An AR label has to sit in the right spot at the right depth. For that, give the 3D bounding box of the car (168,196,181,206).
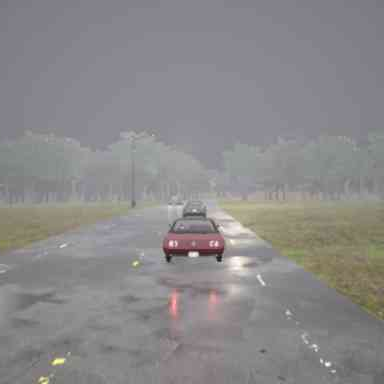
[{"bbox_3d":[-2.621,1.436,52.095,1.812,1.442,4.674,0,0,3],"label":"car"}]

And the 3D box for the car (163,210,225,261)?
[{"bbox_3d":[0.073,1.557,12.078,1.895,1.301,4.718,0,0,1],"label":"car"}]

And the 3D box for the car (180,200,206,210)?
[{"bbox_3d":[0.255,1.460,28.855,1.994,1.385,4.181,0,0,1],"label":"car"}]
